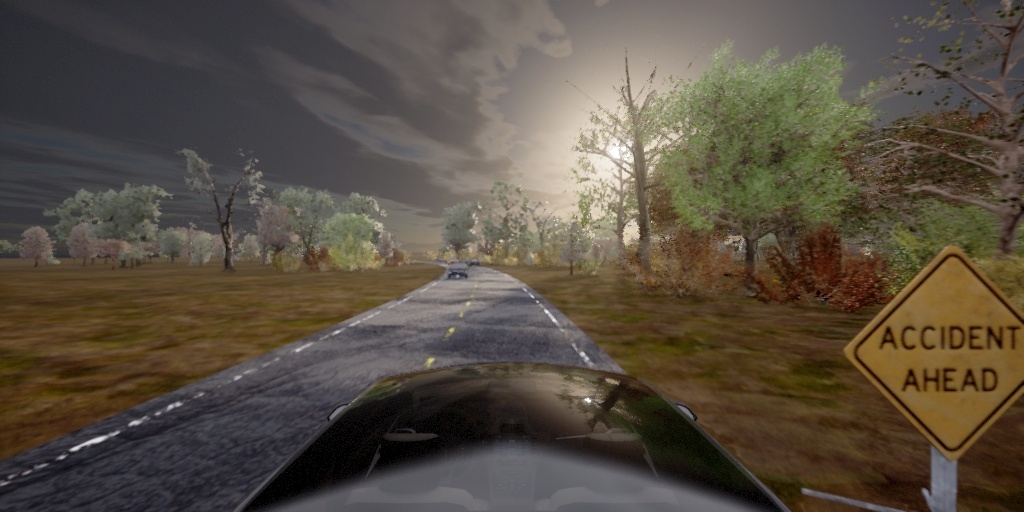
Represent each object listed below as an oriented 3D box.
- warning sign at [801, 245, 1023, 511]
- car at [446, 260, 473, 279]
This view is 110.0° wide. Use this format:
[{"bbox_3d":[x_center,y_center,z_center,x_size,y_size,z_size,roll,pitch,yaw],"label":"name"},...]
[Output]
[{"bbox_3d":[2.656,0.864,2.207,1.300,1.860,1.060,0,0,0],"label":"warning sign"},{"bbox_3d":[-4.879,1.346,32.978,2.033,1.411,5.357,0,0,-6],"label":"car"}]
